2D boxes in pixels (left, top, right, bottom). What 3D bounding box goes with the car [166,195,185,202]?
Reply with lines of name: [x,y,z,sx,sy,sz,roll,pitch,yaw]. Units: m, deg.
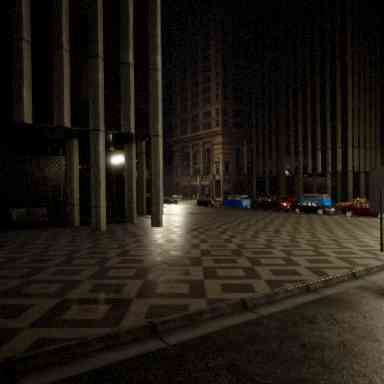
car: [-3.535,1.257,69.745,2.008,1.369,4.403,-1,1,-36]

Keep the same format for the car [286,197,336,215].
car: [12.129,1.549,33.383,2.008,1.369,4.403,-1,1,-36]

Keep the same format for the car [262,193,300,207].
car: [12.599,1.130,47.321,2.192,1.841,5.009,-1,1,-36]

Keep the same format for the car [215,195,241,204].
car: [6.047,1.296,56.429,1.752,1.417,4.829,-1,1,-36]

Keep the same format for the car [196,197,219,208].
car: [2.440,1.371,46.832,1.967,1.590,4.097,-1,1,-36]

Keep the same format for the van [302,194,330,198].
van: [15.827,1.178,42.837,1.690,1.788,3.998,-1,1,-36]

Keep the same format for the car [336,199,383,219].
car: [15.358,1.566,28.900,1.887,1.381,4.507,-1,1,-36]

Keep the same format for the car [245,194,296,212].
car: [8.898,1.290,37.864,2.192,1.841,5.009,-1,1,-36]

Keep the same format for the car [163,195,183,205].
car: [-4.018,1.438,55.800,2.008,1.369,4.403,-1,1,-36]

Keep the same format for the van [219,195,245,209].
van: [5.668,1.294,42.348,1.690,1.788,3.998,-1,1,-36]
